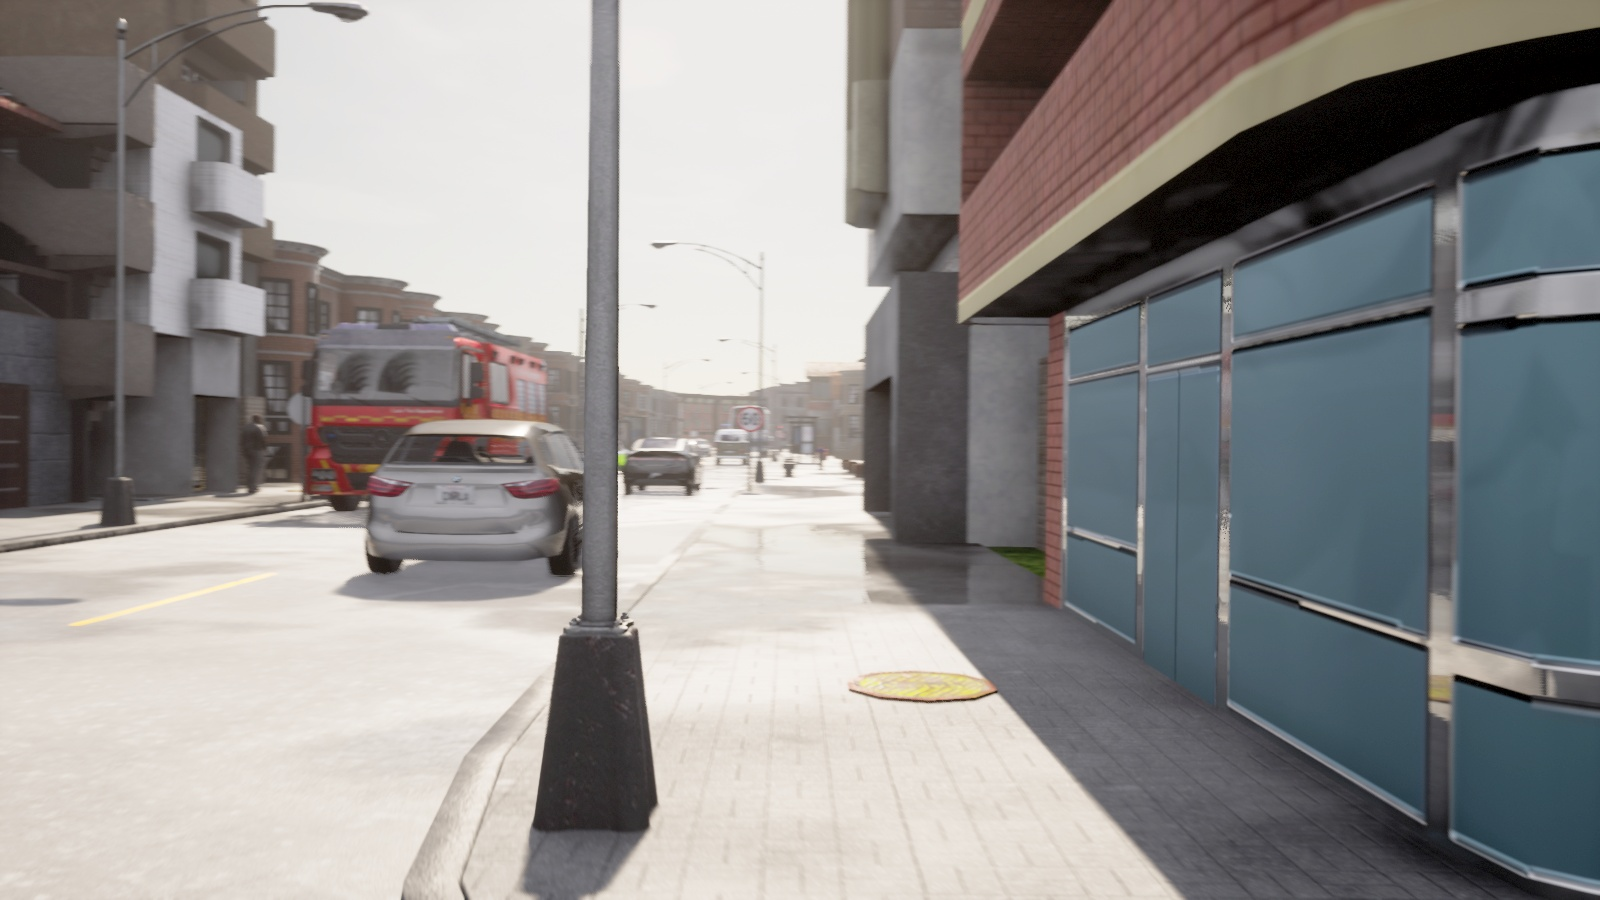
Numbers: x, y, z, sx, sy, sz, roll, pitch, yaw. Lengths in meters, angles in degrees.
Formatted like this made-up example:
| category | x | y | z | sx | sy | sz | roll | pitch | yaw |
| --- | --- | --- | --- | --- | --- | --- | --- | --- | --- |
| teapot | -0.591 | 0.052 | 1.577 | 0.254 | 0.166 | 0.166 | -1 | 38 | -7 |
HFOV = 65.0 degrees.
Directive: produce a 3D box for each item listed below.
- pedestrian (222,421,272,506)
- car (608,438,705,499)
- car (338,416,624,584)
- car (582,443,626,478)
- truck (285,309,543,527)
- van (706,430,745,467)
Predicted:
| category | x | y | z | sx | sy | sz | roll | pitch | yaw |
| --- | --- | --- | --- | --- | --- | --- | --- | --- | --- |
| pedestrian | -12.521 | 0.293 | 28.438 | 0.563 | 1.883 | 0.849 | 0 | 1 | 28 |
| car | -3.777 | 0.441 | 33.888 | 2.128 | 1.511 | 4.902 | 0 | 1 | -1 |
| car | -3.509 | 0.481 | 14.840 | 2.242 | 1.667 | 4.611 | 0 | 0 | -1 |
| car | -8.033 | 0.424 | 51.674 | 1.481 | 1.376 | 2.207 | 0 | 0 | -1 |
| truck | -7.677 | -0.593 | 26.410 | 2.891 | 3.827 | 8.468 | 0 | 0 | -1 |
| van | -4.314 | -0.106 | 73.136 | 2.069 | 2.038 | 4.480 | 0 | 0 | -1 |
